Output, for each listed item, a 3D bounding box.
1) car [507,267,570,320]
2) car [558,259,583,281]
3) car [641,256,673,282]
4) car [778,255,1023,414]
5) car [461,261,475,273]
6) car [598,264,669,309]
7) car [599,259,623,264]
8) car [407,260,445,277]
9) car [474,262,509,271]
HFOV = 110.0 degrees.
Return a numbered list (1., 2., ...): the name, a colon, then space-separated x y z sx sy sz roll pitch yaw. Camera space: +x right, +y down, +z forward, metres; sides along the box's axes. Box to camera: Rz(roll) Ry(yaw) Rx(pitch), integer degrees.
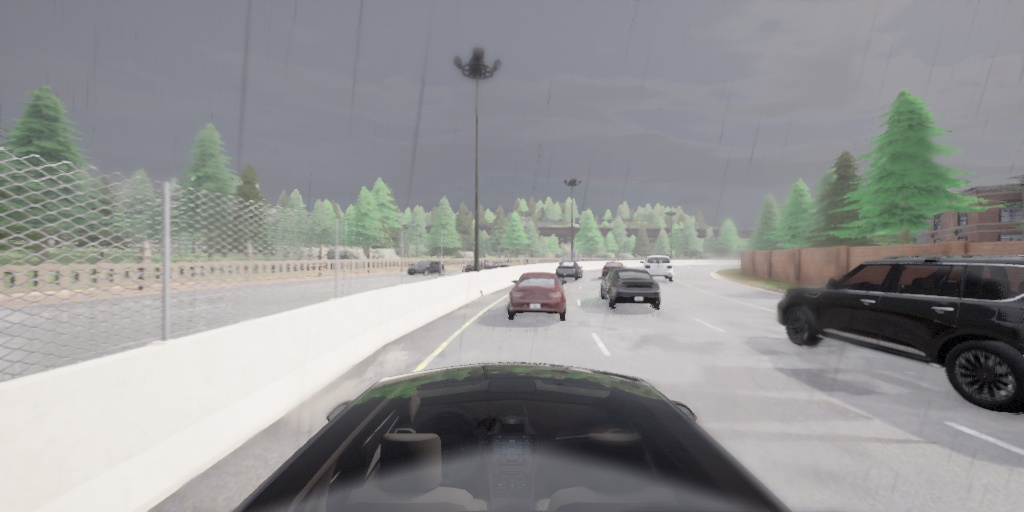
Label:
1. car: 0.944 1.272 12.559 1.812 1.442 4.674 0 0 7
2. car: 4.859 1.243 30.181 2.128 1.511 4.902 0 0 17
3. car: 12.153 1.007 30.084 2.150 2.045 5.566 0 0 19
4. car: 7.322 1.002 6.174 2.150 2.045 5.566 0 0 3
5. car: -3.719 1.269 37.960 1.994 1.385 4.181 0 0 21
6. car: 4.823 1.267 15.044 1.837 1.490 4.892 0 0 8
7. car: 9.164 1.248 32.025 1.882 1.535 5.008 0 0 19
8. car: -8.374 1.192 35.271 1.837 1.490 4.892 0 0 18
9. car: -1.526 1.283 33.730 1.994 1.385 4.181 0 0 19
